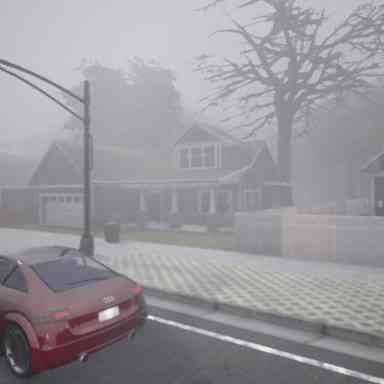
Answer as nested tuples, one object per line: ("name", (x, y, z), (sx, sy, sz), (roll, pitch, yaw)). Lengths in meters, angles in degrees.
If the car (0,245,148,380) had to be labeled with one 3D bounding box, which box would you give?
("car", (-2.757, 1.634, 5.652), (4.181, 1.385, 1.994), (-1, 0, 35))
